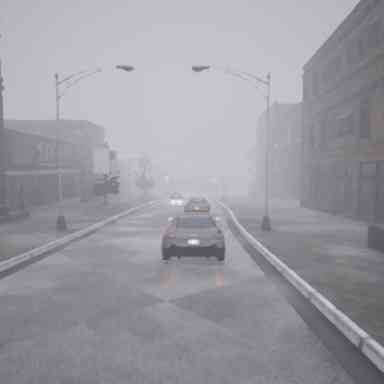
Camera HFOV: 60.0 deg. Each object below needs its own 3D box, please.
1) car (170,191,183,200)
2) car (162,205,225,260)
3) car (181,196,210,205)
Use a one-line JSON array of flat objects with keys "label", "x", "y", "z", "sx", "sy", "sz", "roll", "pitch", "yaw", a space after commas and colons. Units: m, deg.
[{"label": "car", "x": -2.578, "y": 0.527, "z": 56.444, "sx": 2.128, "sy": 1.511, "sz": 4.902, "roll": 0, "pitch": 1, "yaw": 1}, {"label": "car", "x": 0.072, "y": 1.379, "z": 11.685, "sx": 1.994, "sy": 1.385, "sz": 4.181, "roll": 0, "pitch": 1, "yaw": 1}, {"label": "car", "x": 0.485, "y": 1.121, "z": 26.701, "sx": 1.994, "sy": 1.385, "sz": 4.181, "roll": 0, "pitch": 1, "yaw": 3}]
